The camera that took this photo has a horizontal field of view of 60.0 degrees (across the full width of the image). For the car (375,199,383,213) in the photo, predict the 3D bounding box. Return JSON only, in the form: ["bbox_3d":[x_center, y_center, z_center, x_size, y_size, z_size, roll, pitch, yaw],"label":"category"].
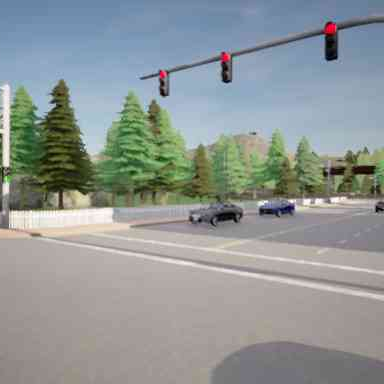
[{"bbox_3d":[21.405,1.511,36.524,2.128,1.511,4.902,0,0,38],"label":"car"}]

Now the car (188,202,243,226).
[{"bbox_3d":[1.723,1.435,22.929,2.128,1.511,4.902,0,0,38],"label":"car"}]

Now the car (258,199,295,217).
[{"bbox_3d":[7.914,1.434,30.870,1.882,1.535,5.008,0,0,38],"label":"car"}]
